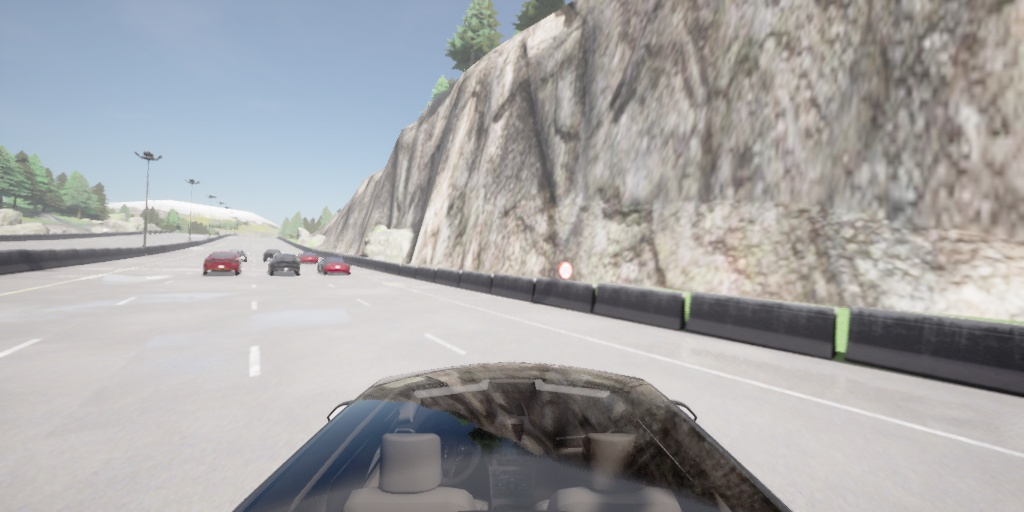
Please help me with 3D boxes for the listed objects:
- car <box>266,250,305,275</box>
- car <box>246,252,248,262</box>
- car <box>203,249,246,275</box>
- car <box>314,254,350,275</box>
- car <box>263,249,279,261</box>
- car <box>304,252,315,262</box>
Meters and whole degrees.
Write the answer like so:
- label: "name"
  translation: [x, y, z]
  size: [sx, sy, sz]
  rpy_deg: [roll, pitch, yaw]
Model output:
- label: "car"
  translation: [-17.141, 0.585, 27.009]
  size: [1.837, 1.490, 4.892]
  rpy_deg: [3, 1, -35]
- label: "car"
  translation: [-30.305, -0.050, 39.403]
  size: [1.994, 1.385, 4.181]
  rpy_deg: [3, 1, -35]
- label: "car"
  translation: [-19.804, 0.441, 24.718]
  size: [1.882, 1.535, 5.008]
  rpy_deg: [3, 0, -35]
- label: "car"
  translation: [-14.754, 0.745, 29.682]
  size: [1.994, 1.385, 4.181]
  rpy_deg: [3, 0, -35]
- label: "car"
  translation: [-29.447, -0.137, 44.230]
  size: [1.882, 1.535, 5.008]
  rpy_deg: [3, 1, -36]
- label: "car"
  translation: [-25.056, 0.171, 44.096]
  size: [1.994, 1.385, 4.181]
  rpy_deg: [3, 1, -36]
